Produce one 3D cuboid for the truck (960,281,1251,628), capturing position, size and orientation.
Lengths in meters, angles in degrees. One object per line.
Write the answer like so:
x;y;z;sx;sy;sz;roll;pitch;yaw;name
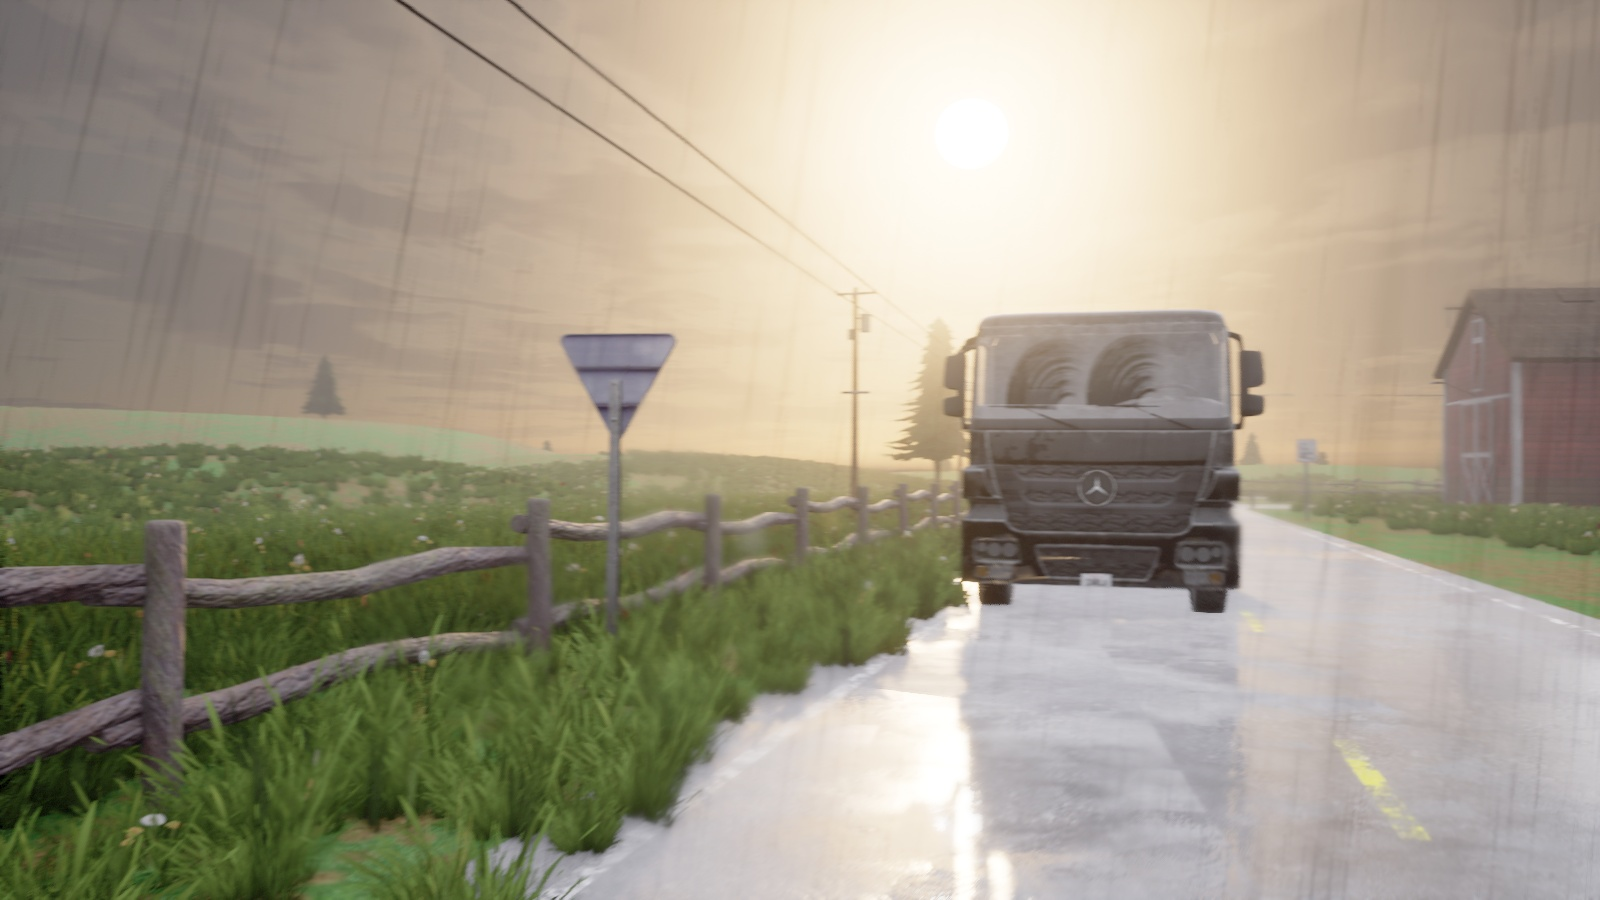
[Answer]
4.117;0.111;16.719;2.891;3.462;7.936;0;-1;15;truck
